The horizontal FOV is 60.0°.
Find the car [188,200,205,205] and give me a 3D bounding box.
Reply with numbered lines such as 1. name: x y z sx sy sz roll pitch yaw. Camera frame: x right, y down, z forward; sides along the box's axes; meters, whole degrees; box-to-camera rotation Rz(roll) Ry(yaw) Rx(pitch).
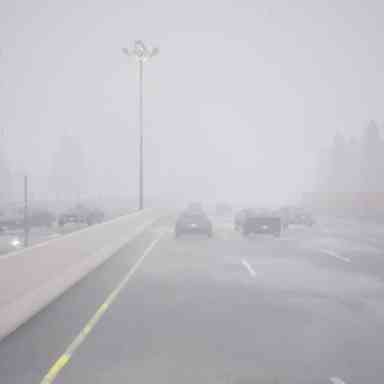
1. car: 0.512 1.787 42.438 2.128 1.511 4.902 -1 0 5

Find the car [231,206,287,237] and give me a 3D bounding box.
1. car: 3.588 1.594 18.820 1.882 1.535 5.008 0 0 0

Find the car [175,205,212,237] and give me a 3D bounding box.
1. car: 0.088 1.698 19.041 1.994 1.385 4.181 0 0 0

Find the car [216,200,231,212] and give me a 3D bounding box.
1. car: 4.033 1.805 42.426 1.812 1.442 4.674 -1 0 5

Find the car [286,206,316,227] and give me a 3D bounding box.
1. car: 7.085 1.682 23.739 2.033 1.411 5.357 0 0 0
